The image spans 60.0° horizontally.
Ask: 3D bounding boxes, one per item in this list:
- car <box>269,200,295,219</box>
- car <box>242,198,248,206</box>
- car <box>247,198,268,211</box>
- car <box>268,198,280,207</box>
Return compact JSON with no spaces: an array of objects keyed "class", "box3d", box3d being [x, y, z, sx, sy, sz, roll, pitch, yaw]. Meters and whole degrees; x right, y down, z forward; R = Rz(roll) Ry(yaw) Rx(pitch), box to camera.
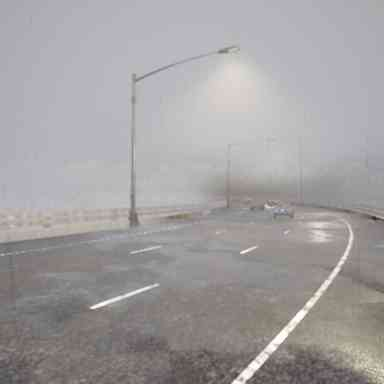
[{"class":"car","box3d":[9.142,1.809,32.917,2.033,1.411,5.357,0,0,19]},{"class":"car","box3d":[11.536,2.001,67.722,1.812,1.442,4.674,1,0,0]},{"class":"car","box3d":[9.408,1.836,47.529,2.128,1.511,4.902,0,0,12]},{"class":"car","box3d":[14.540,1.803,58.625,2.097,1.767,4.553,0,0,6]}]
